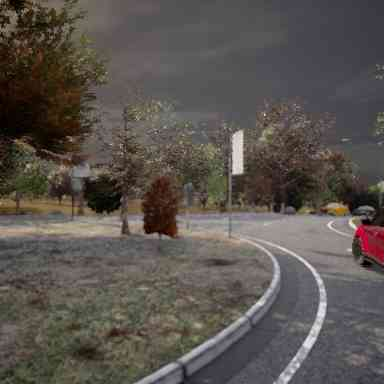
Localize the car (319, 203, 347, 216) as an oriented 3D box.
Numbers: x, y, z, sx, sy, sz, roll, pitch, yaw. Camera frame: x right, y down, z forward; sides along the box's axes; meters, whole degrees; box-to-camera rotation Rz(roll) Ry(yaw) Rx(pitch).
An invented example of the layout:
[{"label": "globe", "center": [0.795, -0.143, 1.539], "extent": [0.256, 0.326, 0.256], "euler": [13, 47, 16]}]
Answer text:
[{"label": "car", "center": [17.714, 2.158, 41.621], "extent": [5.008, 1.535, 1.882], "euler": [4, -3, -41]}]

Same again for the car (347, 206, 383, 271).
[{"label": "car", "center": [5.849, 1.296, 8.480], "extent": [2.150, 2.045, 5.566], "euler": [0, 0, 13]}]

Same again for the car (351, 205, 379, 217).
[{"label": "car", "center": [25.135, 2.832, 48.232], "extent": [4.892, 1.490, 1.837], "euler": [6, -4, -41]}]
